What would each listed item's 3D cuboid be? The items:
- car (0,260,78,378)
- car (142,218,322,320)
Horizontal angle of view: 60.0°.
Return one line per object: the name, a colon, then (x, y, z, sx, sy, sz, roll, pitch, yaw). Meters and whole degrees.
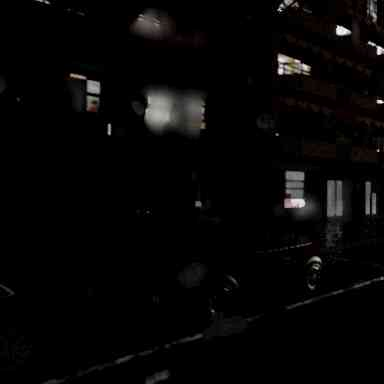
car: (-3.671, 1.553, 3.934, 4.403, 1.369, 2.008, 0, 0, -36)
car: (0.960, 1.431, 7.240, 4.097, 1.590, 1.967, 0, 0, -36)
